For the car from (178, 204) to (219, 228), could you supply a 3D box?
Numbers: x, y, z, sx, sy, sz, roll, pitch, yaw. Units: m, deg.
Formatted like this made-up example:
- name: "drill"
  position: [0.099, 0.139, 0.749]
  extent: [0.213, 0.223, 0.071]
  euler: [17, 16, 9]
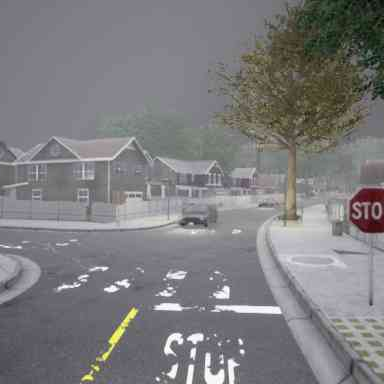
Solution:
- name: "car"
  position: [0.614, 1.551, 22.911]
  extent: [2.033, 1.411, 5.357]
  euler: [0, 0, 15]

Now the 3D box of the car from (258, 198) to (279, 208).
- name: "car"
  position: [10.728, 1.505, 46.426]
  extent: [1.994, 1.385, 4.181]
  euler: [0, 0, 29]
